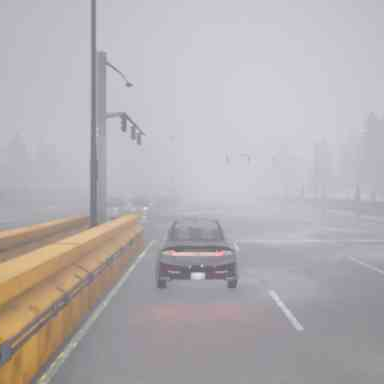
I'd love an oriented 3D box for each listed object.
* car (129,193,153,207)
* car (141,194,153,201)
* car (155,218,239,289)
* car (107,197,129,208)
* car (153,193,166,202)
[{"bbox_3d":[-7.024,1.307,45.959,1.837,1.490,4.892,0,0,0],"label":"car"},{"bbox_3d":[-10.403,1.207,77.341,2.033,1.411,5.357,0,0,0],"label":"car"},{"bbox_3d":[0.095,1.452,9.048,2.128,1.511,4.902,0,0,-1],"label":"car"},{"bbox_3d":[-10.525,1.352,45.431,2.033,1.411,5.357,0,0,0],"label":"car"},{"bbox_3d":[-6.919,1.071,65.167,2.097,1.767,4.553,0,0,0],"label":"car"}]
